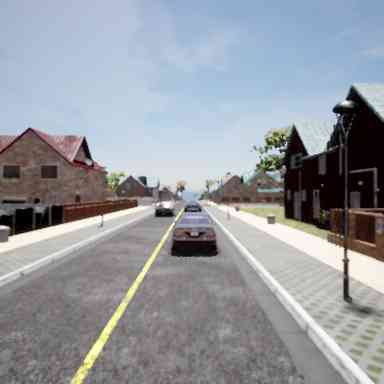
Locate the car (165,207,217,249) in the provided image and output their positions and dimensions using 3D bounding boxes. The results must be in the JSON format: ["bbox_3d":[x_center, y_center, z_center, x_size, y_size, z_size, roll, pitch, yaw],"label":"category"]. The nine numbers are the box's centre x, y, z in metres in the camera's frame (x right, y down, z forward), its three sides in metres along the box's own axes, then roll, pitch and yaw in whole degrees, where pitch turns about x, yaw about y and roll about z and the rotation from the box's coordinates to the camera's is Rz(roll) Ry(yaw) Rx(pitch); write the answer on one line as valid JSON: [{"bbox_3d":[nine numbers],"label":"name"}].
[{"bbox_3d":[0.098,1.607,14.784,2.033,1.411,5.357,0,0,0],"label":"car"}]

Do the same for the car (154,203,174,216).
[{"bbox_3d":[-2.754,1.797,34.276,1.895,1.301,4.718,0,-1,0],"label":"car"}]

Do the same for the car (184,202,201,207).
[{"bbox_3d":[0.096,1.787,37.143,1.994,1.385,4.181,0,-1,0],"label":"car"}]
